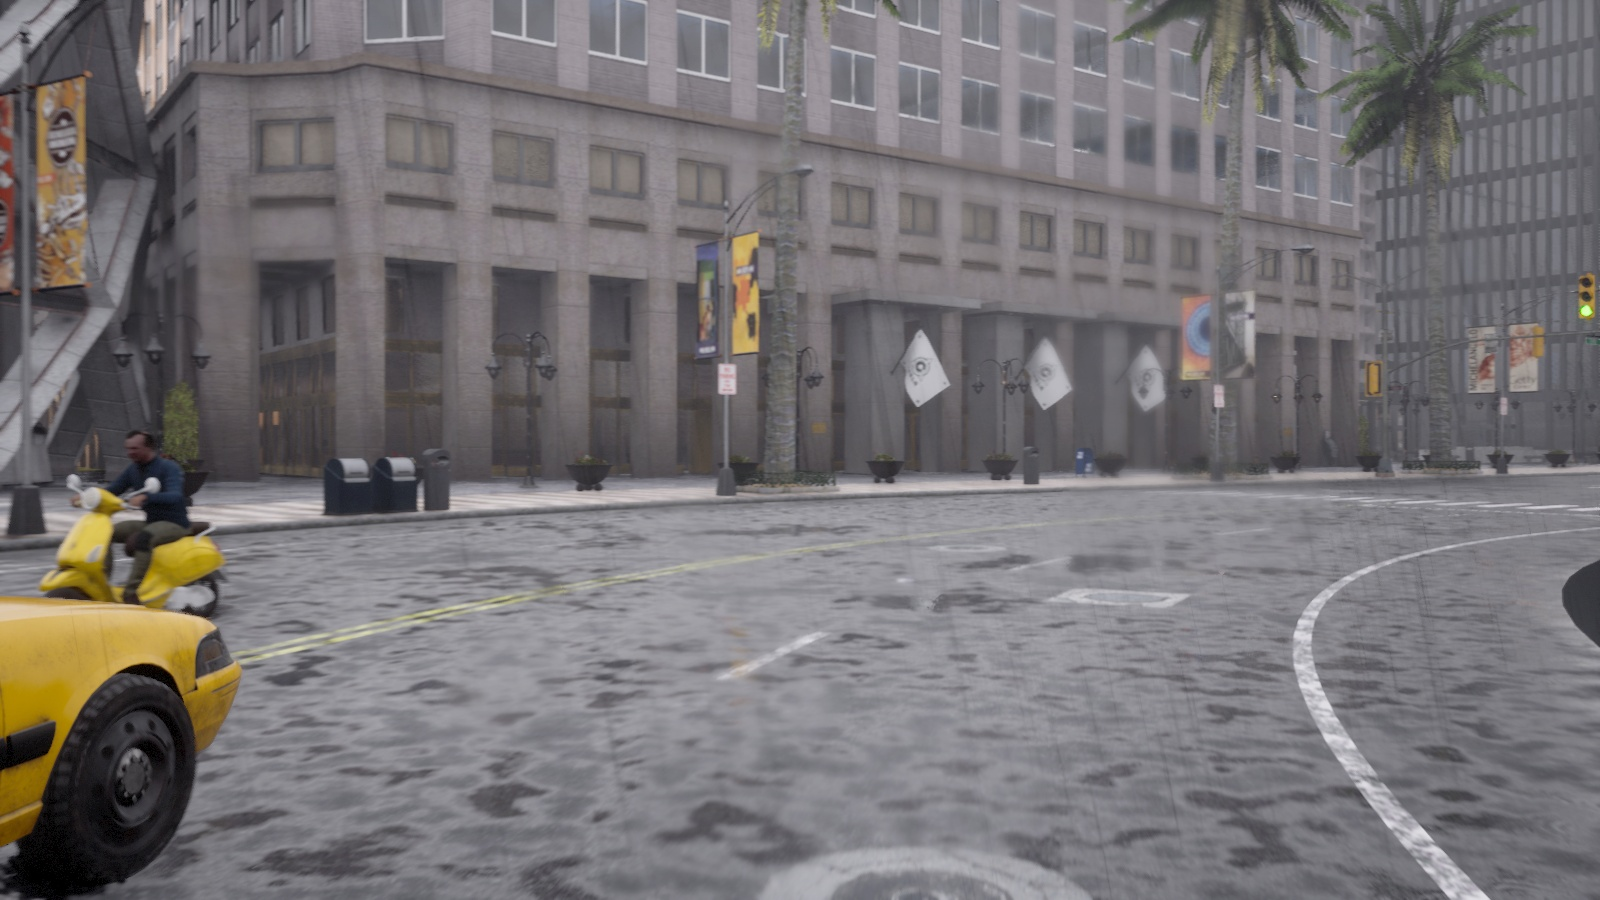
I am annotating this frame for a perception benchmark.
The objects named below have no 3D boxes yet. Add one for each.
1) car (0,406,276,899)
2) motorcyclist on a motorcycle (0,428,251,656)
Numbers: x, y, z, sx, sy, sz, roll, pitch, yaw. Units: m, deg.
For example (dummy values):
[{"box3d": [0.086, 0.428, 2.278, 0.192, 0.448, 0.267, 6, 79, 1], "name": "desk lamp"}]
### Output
[{"box3d": [-3.290, 0.665, 2.578, 1.801, 1.575, 5.366, 0, 0, 5], "name": "car"}, {"box3d": [-5.286, 0.635, 9.764, 0.866, 1.590, 1.817, 1, 0, 18], "name": "motorcyclist on a motorcycle"}]
